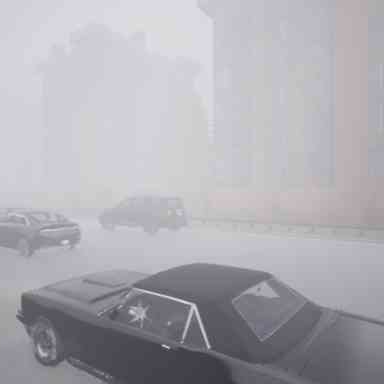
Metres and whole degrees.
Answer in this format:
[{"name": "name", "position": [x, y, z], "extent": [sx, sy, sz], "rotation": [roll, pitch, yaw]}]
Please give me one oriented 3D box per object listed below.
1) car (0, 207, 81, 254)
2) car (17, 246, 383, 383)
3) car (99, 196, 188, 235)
[{"name": "car", "position": [-6.303, 1.490, 12.792], "extent": [4.902, 1.511, 2.128], "rotation": [0, 0, 36]}, {"name": "car", "position": [-0.134, 1.600, 4.087], "extent": [4.718, 1.301, 1.895], "rotation": [0, 0, 36]}, {"name": "car", "position": [-2.827, 1.221, 18.911], "extent": [5.566, 2.045, 2.150], "rotation": [0, 0, 35]}]
